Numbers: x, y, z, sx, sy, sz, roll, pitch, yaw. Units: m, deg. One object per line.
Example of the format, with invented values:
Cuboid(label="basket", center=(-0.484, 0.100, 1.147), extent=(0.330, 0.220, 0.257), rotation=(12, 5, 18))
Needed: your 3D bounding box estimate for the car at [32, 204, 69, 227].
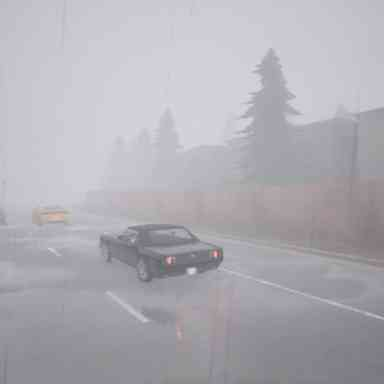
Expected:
Cuboid(label="car", center=(-10.329, 1.594, 24.092), extent=(1.882, 1.535, 5.008), rotation=(-1, 0, -33))

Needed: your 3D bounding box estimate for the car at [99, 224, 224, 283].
Cuboid(label="car", center=(-1.207, 1.616, 9.853), extent=(1.895, 1.301, 4.718), rotation=(-1, 0, -33))

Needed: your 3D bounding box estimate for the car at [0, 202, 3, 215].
Cuboid(label="car", center=(-22.291, 1.846, 37.167), extent=(1.895, 1.301, 4.718), rotation=(-1, 0, -28))

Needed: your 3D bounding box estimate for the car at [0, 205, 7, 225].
Cuboid(label="car", center=(-15.043, 1.728, 24.952), extent=(1.994, 1.385, 4.181), rotation=(-1, 0, -32))
